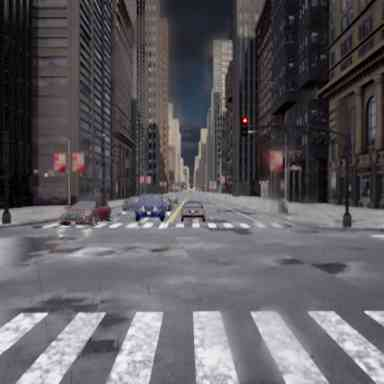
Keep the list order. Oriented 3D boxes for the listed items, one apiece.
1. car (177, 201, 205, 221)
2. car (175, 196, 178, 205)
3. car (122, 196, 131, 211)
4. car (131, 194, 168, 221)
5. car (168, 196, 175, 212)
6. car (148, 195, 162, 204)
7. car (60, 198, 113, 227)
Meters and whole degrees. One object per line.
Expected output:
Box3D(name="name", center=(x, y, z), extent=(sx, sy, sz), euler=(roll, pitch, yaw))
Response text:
Box3D(name="car", center=(0.079, 1.494, 26.875), extent=(2.033, 1.411, 5.357), euler=(0, 0, 0))
Box3D(name="car", center=(-3.354, 1.397, 56.338), extent=(1.812, 1.442, 4.674), euler=(0, 0, 0))
Box3D(name="car", center=(-6.619, 1.272, 38.254), extent=(2.097, 1.767, 4.553), euler=(0, 0, 0))
Box3D(name="car", center=(-3.263, 1.169, 26.800), extent=(2.150, 2.045, 5.566), euler=(0, 0, -3))
Box3D(name="car", center=(-3.369, 1.278, 37.409), extent=(2.097, 1.767, 4.553), euler=(0, 0, 0))
Box3D(name="car", center=(-6.583, 1.368, 59.158), extent=(1.837, 1.490, 4.892), euler=(0, 0, 1))
Box3D(name="car", center=(-7.061, 1.309, 22.646), extent=(2.097, 1.767, 4.553), euler=(0, 0, 6))
